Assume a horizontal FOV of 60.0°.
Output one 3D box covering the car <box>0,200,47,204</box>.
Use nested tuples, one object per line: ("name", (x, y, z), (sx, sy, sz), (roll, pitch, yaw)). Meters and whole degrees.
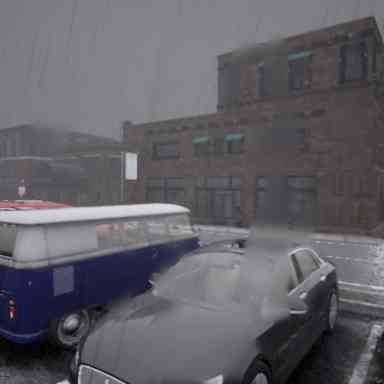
("car", (-3.829, 1.228, 7.913), (2.435, 2.045, 5.566), (0, 0, 35))

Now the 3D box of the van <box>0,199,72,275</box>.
("van", (-5.943, 1.252, 9.528), (1.878, 1.987, 4.442), (0, 0, 36))

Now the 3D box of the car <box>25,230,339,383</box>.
("car", (0.690, 1.481, 4.662), (2.231, 1.521, 4.892), (0, 0, 35))

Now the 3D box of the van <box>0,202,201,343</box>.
("van", (-1.512, 1.254, 6.369), (1.878, 1.987, 4.442), (0, 0, 35))
